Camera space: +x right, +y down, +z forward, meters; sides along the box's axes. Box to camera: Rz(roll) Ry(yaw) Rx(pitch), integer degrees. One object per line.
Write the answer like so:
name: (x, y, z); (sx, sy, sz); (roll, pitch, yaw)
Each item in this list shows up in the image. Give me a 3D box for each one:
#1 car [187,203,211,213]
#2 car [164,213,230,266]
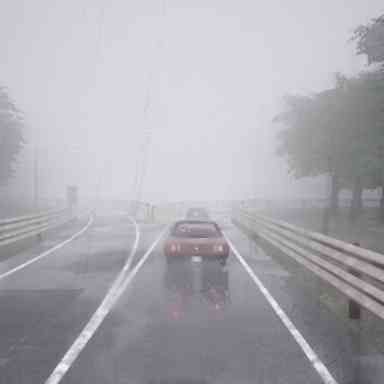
car: (0.598, 1.655, 29.334); (1.812, 1.442, 4.674); (-1, 0, 6)
car: (0.136, 1.626, 11.599); (1.895, 1.301, 4.718); (0, 0, 0)
